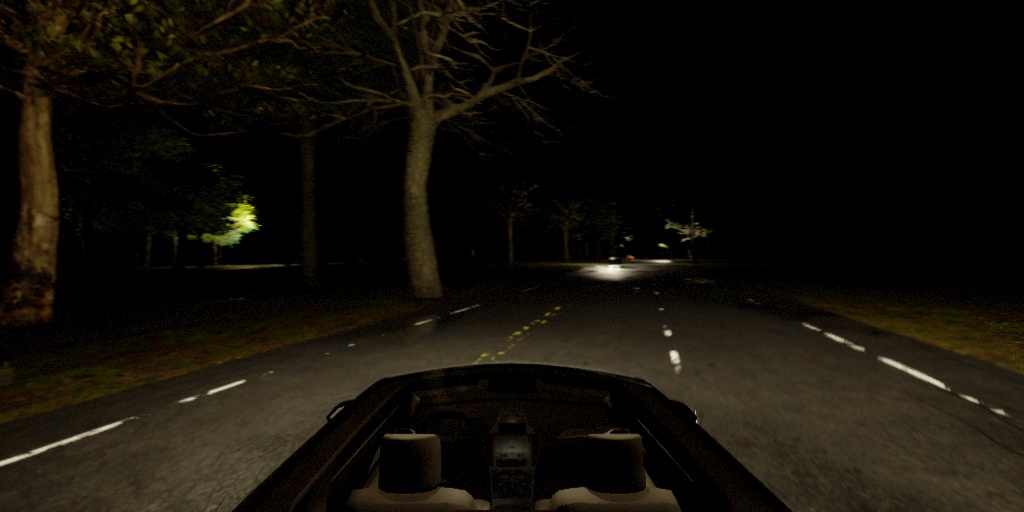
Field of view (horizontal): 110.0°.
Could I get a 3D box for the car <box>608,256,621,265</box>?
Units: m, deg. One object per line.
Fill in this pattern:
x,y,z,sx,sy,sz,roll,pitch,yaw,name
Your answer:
17.256,0.827,60.099,2.128,1.511,4.902,-1,0,20,car
